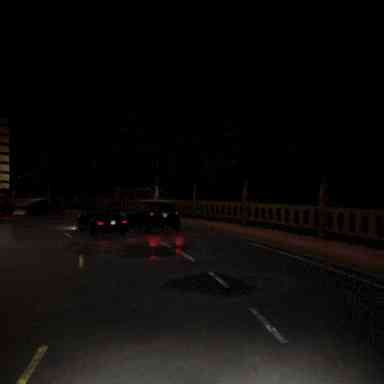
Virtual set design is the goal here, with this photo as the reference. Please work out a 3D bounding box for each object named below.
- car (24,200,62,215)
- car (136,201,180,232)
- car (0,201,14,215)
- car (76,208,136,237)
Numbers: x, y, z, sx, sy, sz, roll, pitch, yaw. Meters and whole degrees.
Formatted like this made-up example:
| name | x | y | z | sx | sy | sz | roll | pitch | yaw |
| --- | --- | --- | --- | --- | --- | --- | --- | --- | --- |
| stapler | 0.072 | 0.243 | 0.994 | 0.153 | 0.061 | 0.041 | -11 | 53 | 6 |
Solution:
| name | x | y | z | sx | sy | sz | roll | pitch | yaw |
| --- | --- | --- | --- | --- | --- | --- | --- | --- | --- |
| car | -15.778 | 1.570 | 35.021 | 5.008 | 1.535 | 1.882 | 0 | 0 | 35 |
| car | -2.536 | 1.362 | 20.654 | 2.097 | 1.767 | 4.553 | 0 | 0 | -28 |
| car | -20.059 | 1.598 | 33.614 | 5.008 | 1.535 | 1.882 | 0 | 0 | 32 |
| car | -5.122 | 1.575 | 18.580 | 2.033 | 1.411 | 5.357 | 0 | 0 | -29 |
